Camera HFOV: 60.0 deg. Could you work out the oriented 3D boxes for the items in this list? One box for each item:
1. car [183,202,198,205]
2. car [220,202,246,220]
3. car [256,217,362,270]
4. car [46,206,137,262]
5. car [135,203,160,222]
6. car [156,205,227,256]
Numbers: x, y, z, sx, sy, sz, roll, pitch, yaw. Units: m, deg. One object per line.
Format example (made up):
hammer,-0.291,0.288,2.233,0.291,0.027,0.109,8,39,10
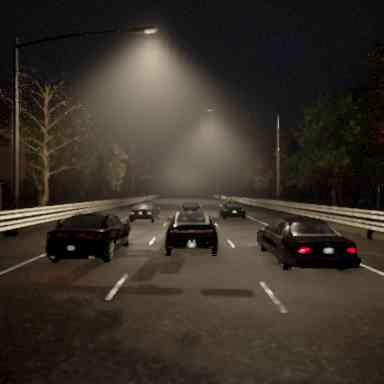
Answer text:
car,-0.128,1.553,28.257,1.994,1.385,4.181,0,0,0
car,3.373,1.553,28.433,1.994,1.385,4.181,0,0,0
car,3.491,1.545,10.988,2.033,1.411,5.357,0,0,0
car,-3.504,1.475,12.141,1.882,1.535,5.008,0,0,0
car,-3.627,1.537,26.002,2.033,1.411,5.357,0,0,0
car,0.001,1.489,13.126,2.128,1.511,4.902,0,0,0
